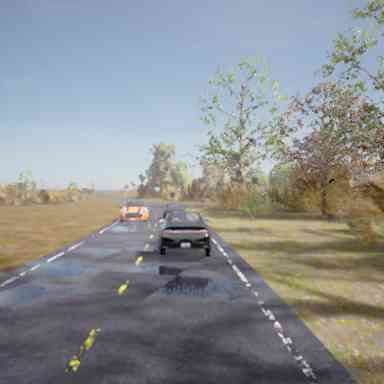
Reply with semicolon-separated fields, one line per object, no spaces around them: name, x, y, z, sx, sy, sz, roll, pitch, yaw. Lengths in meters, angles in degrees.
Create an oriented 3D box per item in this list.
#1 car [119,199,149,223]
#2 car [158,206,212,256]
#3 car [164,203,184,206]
car;-4.472;1.414;26.307;2.097;1.767;4.553;0;0;-6
car;-0.314;1.522;13.257;2.128;1.511;4.902;0;0;-3
car;-1.558;1.631;29.249;1.994;1.385;4.181;0;0;-6
